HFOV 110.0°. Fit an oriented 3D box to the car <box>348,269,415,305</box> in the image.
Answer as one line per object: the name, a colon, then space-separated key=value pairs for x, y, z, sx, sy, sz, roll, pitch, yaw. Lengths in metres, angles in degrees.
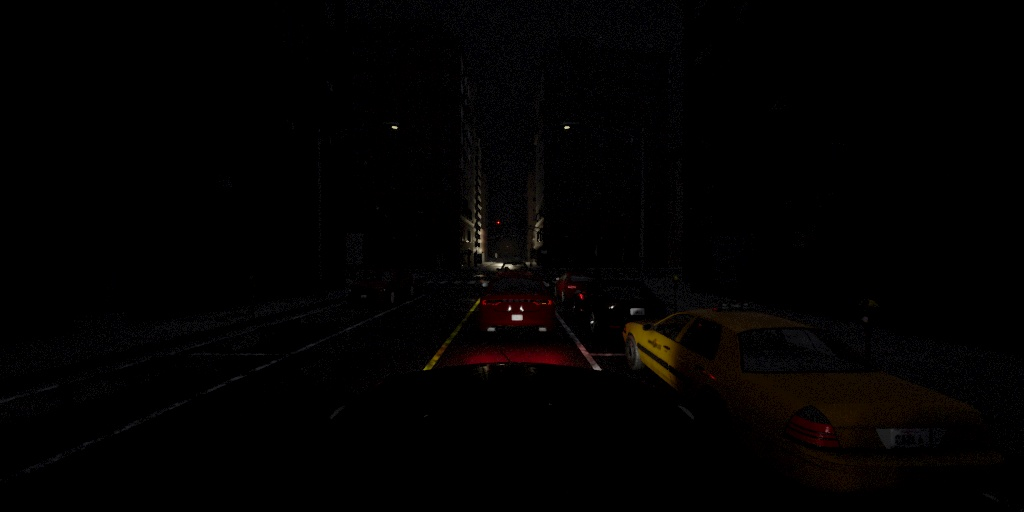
car: x=-5.636 y=1.291 z=15.911 sx=1.888 sy=1.381 sz=4.507 roll=0 pitch=0 yaw=0

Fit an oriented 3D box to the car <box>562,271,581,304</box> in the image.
car: x=2.910 y=1.327 z=15.891 sx=1.802 sy=1.307 sz=4.207 roll=0 pitch=0 yaw=0

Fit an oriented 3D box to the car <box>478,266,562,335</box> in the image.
car: x=0.118 y=1.225 z=10.488 sx=1.882 sy=1.535 sz=5.008 roll=0 pitch=0 yaw=0

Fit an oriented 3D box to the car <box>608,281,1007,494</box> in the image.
car: x=2.880 y=1.274 z=4.889 sx=1.751 sy=1.417 sz=4.829 roll=0 pitch=0 yaw=0

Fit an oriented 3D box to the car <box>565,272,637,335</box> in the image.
car: x=2.895 y=1.313 z=10.305 sx=1.948 sy=1.339 sz=4.313 roll=0 pitch=0 yaw=0

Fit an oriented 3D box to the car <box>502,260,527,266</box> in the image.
car: x=0.145 y=1.096 z=20.817 sx=2.097 sy=1.767 sz=4.553 roll=0 pitch=0 yaw=0
